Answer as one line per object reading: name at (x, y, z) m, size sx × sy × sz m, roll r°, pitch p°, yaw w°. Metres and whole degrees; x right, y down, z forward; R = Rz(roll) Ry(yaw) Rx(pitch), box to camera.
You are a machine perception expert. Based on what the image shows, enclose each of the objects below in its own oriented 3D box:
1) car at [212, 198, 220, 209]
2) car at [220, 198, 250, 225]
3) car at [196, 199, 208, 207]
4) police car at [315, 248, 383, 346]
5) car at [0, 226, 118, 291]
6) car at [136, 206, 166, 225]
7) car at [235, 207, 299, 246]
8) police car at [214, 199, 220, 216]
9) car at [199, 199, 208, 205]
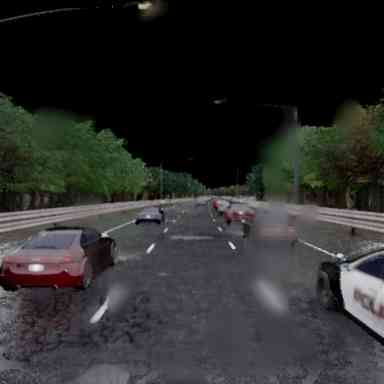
car at (4.304, 2.015, 48.685) m, size 2.163 × 1.488 × 4.792 m, roll 0°, pitch -1°, yaw 2°
car at (3.665, 1.599, 26.827) m, size 2.097 × 1.767 × 4.553 m, roll 0°, pitch -1°, yaw 1°
car at (1.781, 2.279, 68.518) m, size 2.033 × 1.411 × 5.357 m, roll 0°, pitch -1°, yaw 4°
police car at (3.501, 1.546, 5.012) m, size 2.038 × 1.542 × 4.974 m, roll 0°, pitch -1°, yaw 0°
car at (-3.393, 1.640, 9.261) m, size 1.994 × 1.385 × 4.181 m, roll 0°, pitch 0°, yaw 0°
car at (-3.221, 1.808, 26.680) m, size 1.994 × 1.385 × 4.181 m, roll 0°, pitch -1°, yaw 1°
car at (3.528, 1.686, 15.952) m, size 2.033 × 1.411 × 5.357 m, roll 0°, pitch -1°, yaw 0°
police car at (3.925, 1.876, 37.757) m, size 2.038 × 1.542 × 4.974 m, roll 0°, pitch -1°, yaw 2°
car at (3.166, 2.528, 88.344) m, size 2.128 × 1.511 × 4.902 m, roll 0°, pitch -1°, yaw 5°
